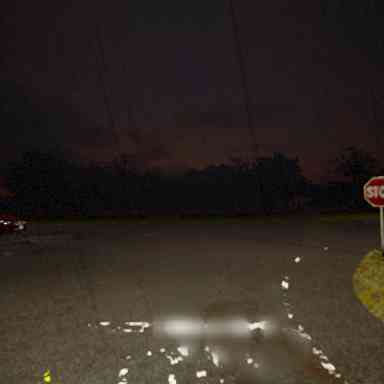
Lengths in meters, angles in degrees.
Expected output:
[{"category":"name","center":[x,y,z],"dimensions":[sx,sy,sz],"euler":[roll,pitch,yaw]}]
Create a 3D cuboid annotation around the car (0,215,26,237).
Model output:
[{"category":"car","center":[-10.133,1.349,15.285],"dimensions":[4.674,1.442,1.812],"euler":[0,-2,0]}]
